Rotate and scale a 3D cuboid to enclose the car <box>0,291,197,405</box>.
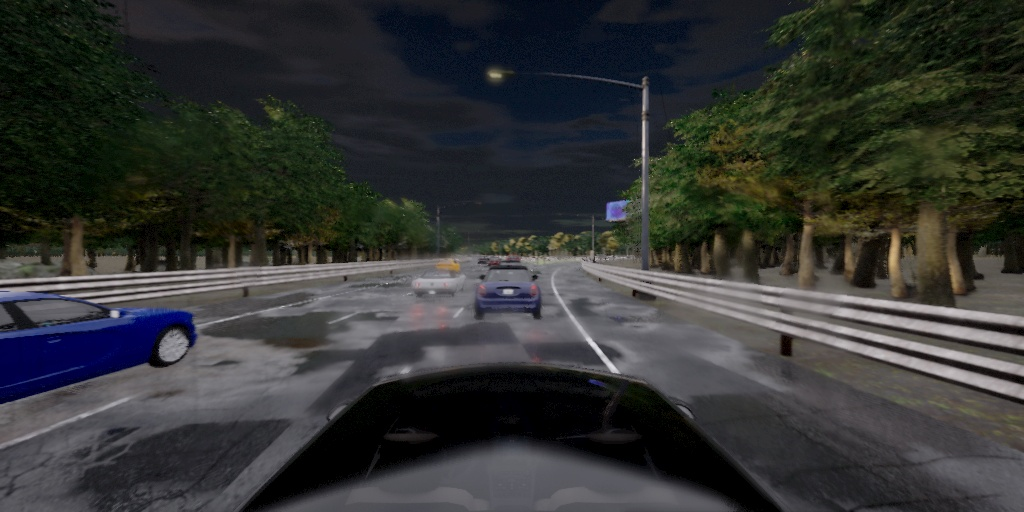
[{"bbox_3d":[-6.995,1.212,4.826,1.882,1.535,5.008,0,0,0],"label":"car"}]

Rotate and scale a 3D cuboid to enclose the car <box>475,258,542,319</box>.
[{"bbox_3d":[-0.109,1.094,12.904,2.097,1.767,4.553,0,0,0],"label":"car"}]

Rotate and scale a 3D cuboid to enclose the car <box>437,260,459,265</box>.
[{"bbox_3d":[-6.841,1.146,38.733,1.882,1.535,5.008,0,0,1],"label":"car"}]

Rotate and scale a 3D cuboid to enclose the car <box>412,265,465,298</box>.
[{"bbox_3d":[-3.562,1.327,18.361,1.895,1.301,4.718,0,0,0],"label":"car"}]

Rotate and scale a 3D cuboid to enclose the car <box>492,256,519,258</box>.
[{"bbox_3d":[-0.060,1.072,24.400,2.097,1.767,4.553,0,0,0],"label":"car"}]
